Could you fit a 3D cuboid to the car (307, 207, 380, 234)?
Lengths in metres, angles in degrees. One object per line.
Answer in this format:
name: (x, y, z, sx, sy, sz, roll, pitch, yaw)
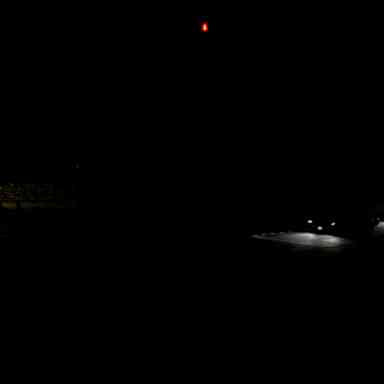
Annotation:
car: (8.997, 1.572, 19.501, 5.357, 1.411, 2.033, 0, 0, -37)
